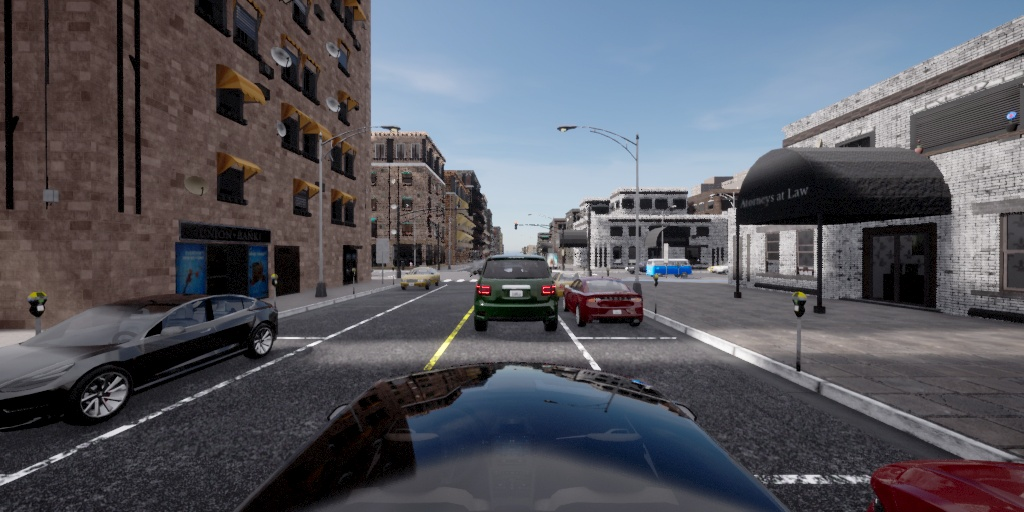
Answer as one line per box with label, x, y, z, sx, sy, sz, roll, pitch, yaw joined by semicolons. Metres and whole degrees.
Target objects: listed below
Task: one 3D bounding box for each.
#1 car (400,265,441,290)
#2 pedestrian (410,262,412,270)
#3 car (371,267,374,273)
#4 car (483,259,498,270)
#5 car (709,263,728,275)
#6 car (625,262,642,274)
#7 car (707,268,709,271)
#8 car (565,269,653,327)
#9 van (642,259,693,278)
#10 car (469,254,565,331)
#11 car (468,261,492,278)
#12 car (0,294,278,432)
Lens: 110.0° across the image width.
car;-5.674;1.279;22.639;1.751;1.417;4.829;0;0;0
pedestrian;-12.595;1.215;44.699;0.500;1.100;0.500;0;0;0
car;-16.453;1.346;35.938;4.718;1.301;1.895;0;0;0
car;-3.050;1.253;52.530;1.882;1.535;5.008;0;0;0
car;24.799;1.414;39.412;4.718;1.301;1.895;0;0;0
car;14.957;1.279;39.358;4.902;1.511;2.128;0;0;-2
car;25.518;1.324;42.010;4.829;1.417;1.751;0;0;0
car;2.697;1.295;11.404;1.888;1.381;4.507;0;0;0
van;14.682;1.166;33.558;3.998;1.789;1.690;0;0;0
car;0.105;0.972;11.076;2.150;2.045;5.566;0;0;0
car;-3.070;1.276;35.270;1.837;1.490;4.892;0;1;0
car;-5.688;1.315;5.720;1.948;1.339;4.313;0;0;0
